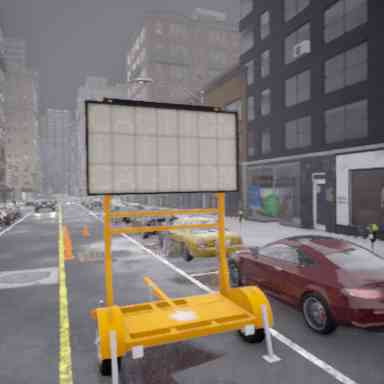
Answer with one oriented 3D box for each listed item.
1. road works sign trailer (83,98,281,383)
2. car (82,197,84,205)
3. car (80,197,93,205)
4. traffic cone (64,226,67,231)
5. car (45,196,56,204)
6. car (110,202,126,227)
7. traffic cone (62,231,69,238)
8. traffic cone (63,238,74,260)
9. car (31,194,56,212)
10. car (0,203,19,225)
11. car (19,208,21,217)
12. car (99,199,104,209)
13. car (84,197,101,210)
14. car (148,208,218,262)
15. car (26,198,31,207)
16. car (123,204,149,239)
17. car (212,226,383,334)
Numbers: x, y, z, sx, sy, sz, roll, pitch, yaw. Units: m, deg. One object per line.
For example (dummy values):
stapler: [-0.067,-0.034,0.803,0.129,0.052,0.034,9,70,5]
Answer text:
road works sign trailer: [-0.427,0.430,5.238,2.380,3.560,2.880,-1,0,-22]
car: [-14.473,1.453,48.111,1.752,1.417,4.829,-2,1,-22]
car: [-18.556,1.509,58.327,1.802,1.307,4.206,-2,1,-22]
traffic cone: [-5.666,1.954,14.967,0.340,0.580,0.340,-1,0,-22]
car: [-27.204,1.524,64.140,1.882,1.535,5.008,-1,0,-22]
car: [-4.043,1.484,22.019,1.947,1.339,4.313,-2,1,-22]
traffic cone: [-4.923,1.953,13.110,0.340,0.580,0.340,-1,0,-22]
traffic cone: [-4.181,1.951,11.253,0.340,0.580,0.340,-1,0,-22]
car: [-17.687,1.270,40.082,2.150,2.045,5.566,-1,0,-22]
car: [-14.045,1.535,24.034,1.967,1.590,4.097,-2,1,-22]
car: [-16.115,1.679,29.222,1.802,1.307,4.206,-2,1,-22]
car: [-6.116,1.473,27.206,2.008,1.369,4.403,-2,1,-22]
car: [-12.336,1.478,42.766,2.008,1.369,4.403,-2,1,-22]
car: [0.039,1.437,11.803,1.752,1.417,4.829,-2,1,-22]
car: [-26.488,1.645,55.153,1.887,1.381,4.507,-2,1,-22]
car: [-1.970,1.481,16.832,1.947,1.339,4.313,-2,1,-22]
car: [2.178,1.489,6.459,1.802,1.307,4.206,-2,1,-22]
